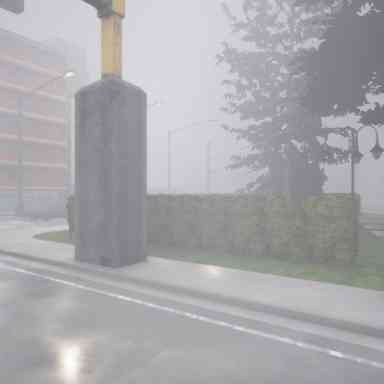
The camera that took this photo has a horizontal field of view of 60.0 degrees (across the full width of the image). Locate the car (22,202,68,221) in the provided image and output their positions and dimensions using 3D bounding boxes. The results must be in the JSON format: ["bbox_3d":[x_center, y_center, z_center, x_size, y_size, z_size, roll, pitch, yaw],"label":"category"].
[{"bbox_3d":[-10.942,1.536,27.416,2.033,1.411,5.357,0,0,36],"label":"car"}]
